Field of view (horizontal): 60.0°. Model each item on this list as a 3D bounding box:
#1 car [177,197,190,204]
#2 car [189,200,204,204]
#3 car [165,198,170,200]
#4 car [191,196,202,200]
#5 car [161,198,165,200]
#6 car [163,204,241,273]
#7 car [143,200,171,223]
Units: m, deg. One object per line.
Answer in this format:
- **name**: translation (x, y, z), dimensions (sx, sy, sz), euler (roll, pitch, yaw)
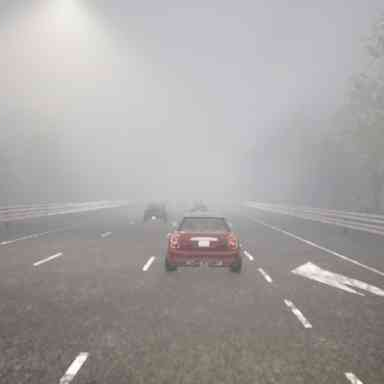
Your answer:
- **car**: translation (-2.110, 2.199, 70.798), dimensions (2.128, 1.511, 4.902), euler (1, -1, 1)
- **car**: translation (0.787, 1.899, 35.567), dimensions (1.994, 1.385, 4.181), euler (1, -1, 1)
- **car**: translation (-5.607, 1.986, 70.849), dimensions (2.097, 1.767, 4.553), euler (1, -1, 1)
- **car**: translation (1.389, 2.195, 70.690), dimensions (1.882, 1.535, 5.008), euler (1, -1, 1)
- **car**: translation (-5.917, 1.960, 52.918), dimensions (1.812, 1.442, 4.674), euler (1, -1, 1)
- **car**: translation (0.365, 1.450, 11.214), dimensions (2.097, 1.767, 4.553), euler (1, 0, 1)
- **car**: translation (-2.854, 1.715, 27.599), dimensions (1.837, 1.490, 4.892), euler (1, -1, 1)
